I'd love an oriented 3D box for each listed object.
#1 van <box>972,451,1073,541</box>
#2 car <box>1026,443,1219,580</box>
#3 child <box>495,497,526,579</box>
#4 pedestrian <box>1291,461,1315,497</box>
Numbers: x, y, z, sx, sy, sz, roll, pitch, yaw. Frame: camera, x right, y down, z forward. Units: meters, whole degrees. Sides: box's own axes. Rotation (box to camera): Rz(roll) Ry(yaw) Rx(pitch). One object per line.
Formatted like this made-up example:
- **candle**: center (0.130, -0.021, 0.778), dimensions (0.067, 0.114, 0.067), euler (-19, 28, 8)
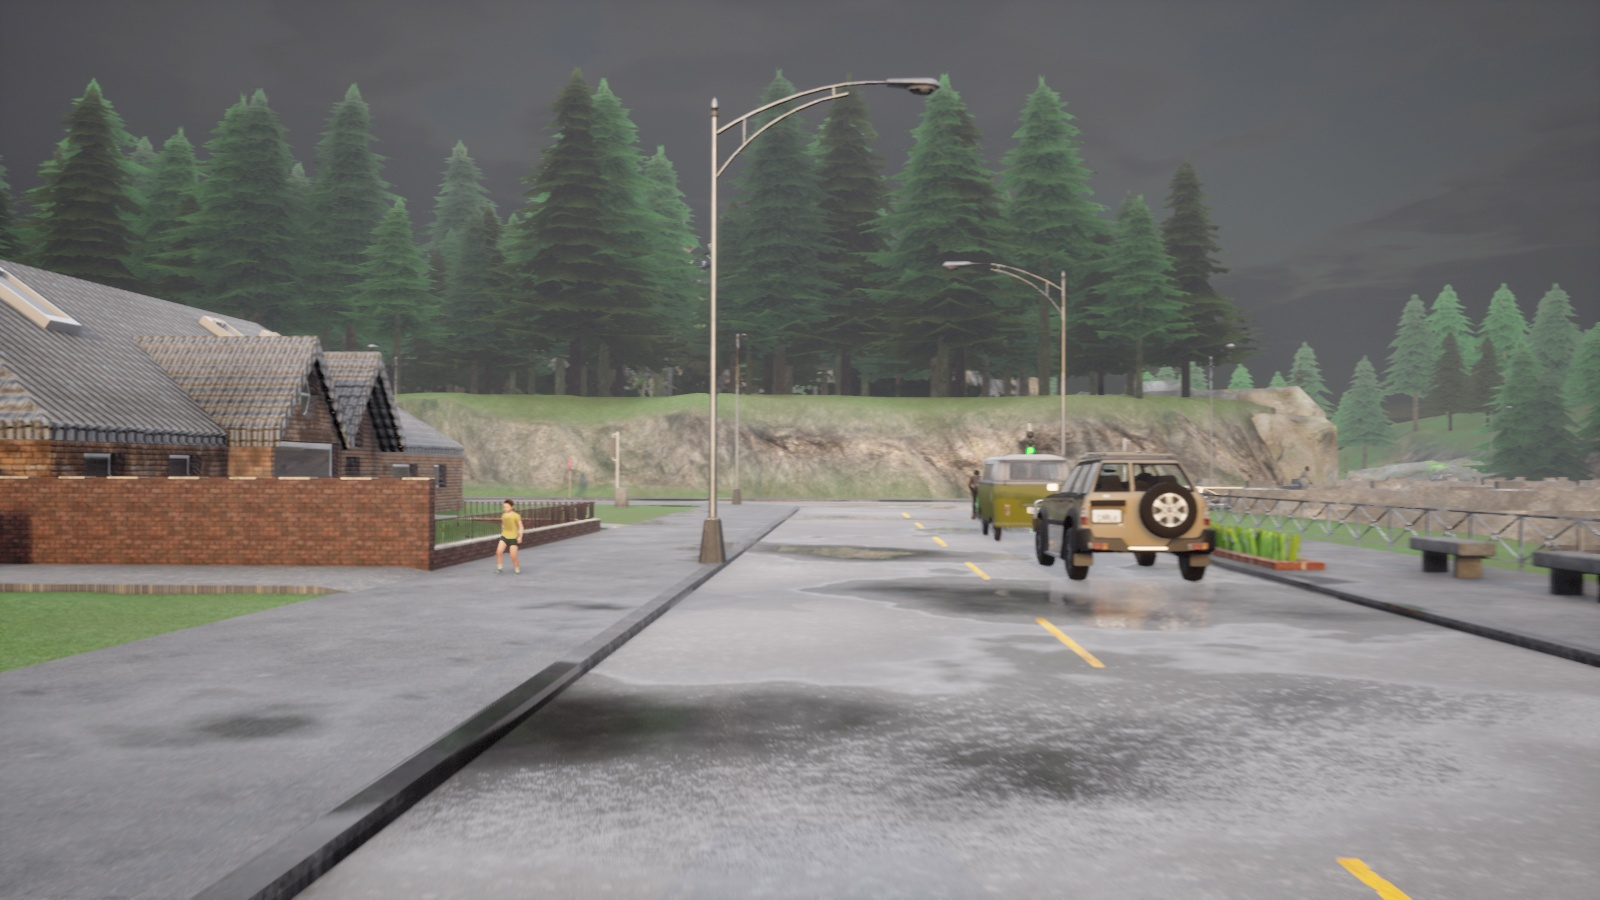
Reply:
- **van**: center (5.208, 1.050, 29.946), dimensions (1.775, 1.987, 4.442), euler (0, -1, 2)
- **car**: center (4.803, 0.931, 19.408), dimensions (1.932, 1.855, 4.605), euler (0, -2, 2)
- **child**: center (-4.029, 1.216, 17.491), dimensions (0.255, 1.110, 0.394), euler (-1, -1, 18)
- **pedestrian**: center (26.263, 1.512, 65.635), dimensions (0.900, 1.855, 0.874), euler (0, -1, 2)
